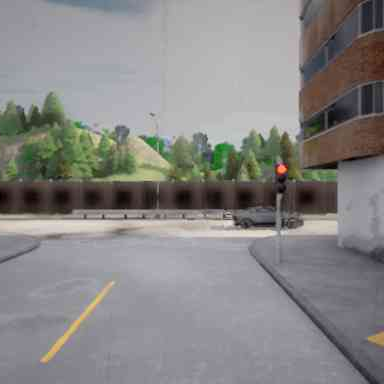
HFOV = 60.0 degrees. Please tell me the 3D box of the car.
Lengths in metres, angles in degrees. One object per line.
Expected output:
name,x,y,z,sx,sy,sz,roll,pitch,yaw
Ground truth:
car,4.553,1.528,20.140,4.181,1.385,1.994,0,0,0
